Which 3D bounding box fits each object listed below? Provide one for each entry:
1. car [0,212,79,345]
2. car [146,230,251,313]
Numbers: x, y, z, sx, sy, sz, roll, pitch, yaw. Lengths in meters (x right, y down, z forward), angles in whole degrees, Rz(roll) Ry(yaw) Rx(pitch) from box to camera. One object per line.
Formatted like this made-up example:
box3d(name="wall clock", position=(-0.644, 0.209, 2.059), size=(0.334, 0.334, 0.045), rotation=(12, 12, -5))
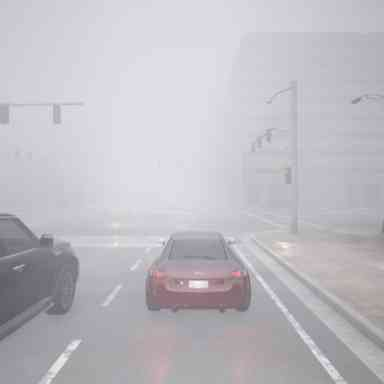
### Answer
box3d(name="car", position=(-3.394, 1.227, 4.439), size=(2.150, 2.045, 5.566), rotation=(0, 0, 1))
box3d(name="car", position=(0.116, 1.572, 7.763), size=(1.994, 1.385, 4.181), rotation=(0, 0, 0))
